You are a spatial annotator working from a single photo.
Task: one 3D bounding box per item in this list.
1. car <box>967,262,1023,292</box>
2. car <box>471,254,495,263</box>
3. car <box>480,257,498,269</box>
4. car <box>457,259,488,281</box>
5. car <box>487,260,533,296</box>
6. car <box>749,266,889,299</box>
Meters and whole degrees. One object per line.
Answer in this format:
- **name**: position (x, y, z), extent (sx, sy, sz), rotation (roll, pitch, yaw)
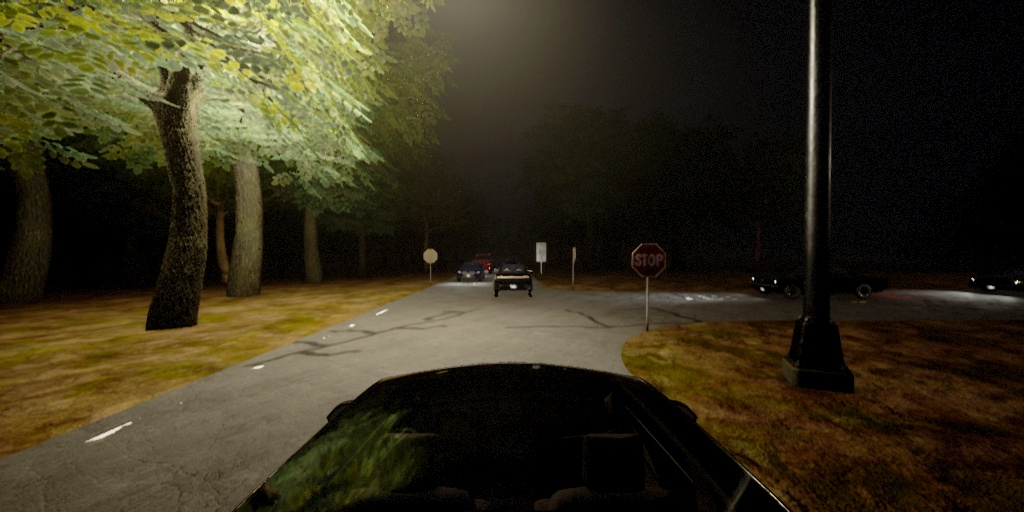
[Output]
- **car**: position (23.458, 0.936, 15.648), extent (5.357, 1.411, 2.033), rotation (-1, 1, -2)
- **car**: position (-3.176, 0.794, 38.769), extent (2.150, 2.045, 5.566), rotation (0, 0, 0)
- **car**: position (-3.190, 0.974, 50.815), extent (2.128, 1.511, 4.902), rotation (0, 0, 0)
- **car**: position (-3.158, 1.155, 28.144), extent (1.812, 1.442, 4.674), rotation (0, 0, 0)
- **car**: position (0.056, 1.165, 18.696), extent (2.128, 1.511, 4.902), rotation (0, 0, 0)
- **car**: position (13.207, 1.119, 15.710), extent (4.718, 1.301, 1.895), rotation (-1, 1, 1)
